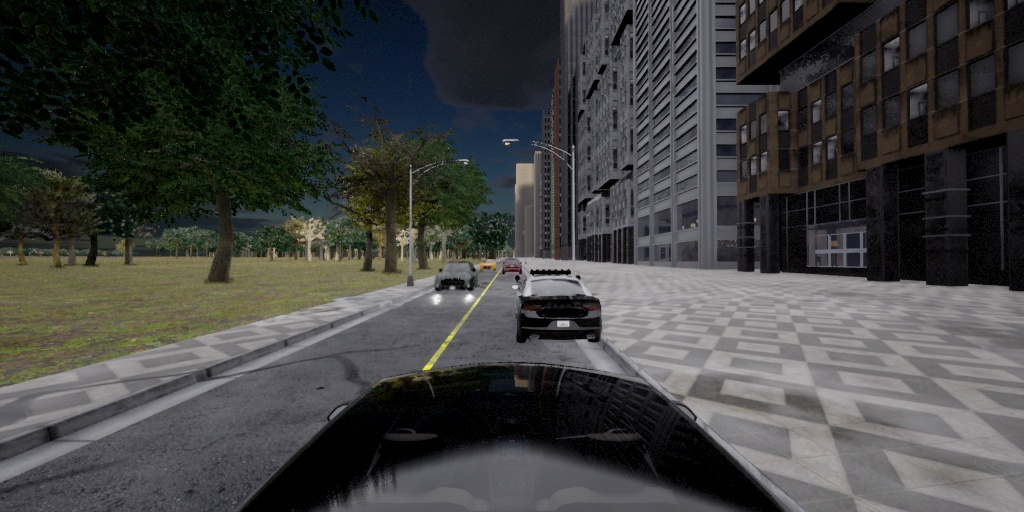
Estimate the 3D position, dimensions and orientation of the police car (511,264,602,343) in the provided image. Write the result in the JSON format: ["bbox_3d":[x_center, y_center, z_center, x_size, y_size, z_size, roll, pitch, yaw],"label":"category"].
[{"bbox_3d":[1.038,1.174,9.859,1.930,1.638,5.238,0,0,0],"label":"police car"}]

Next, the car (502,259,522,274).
[{"bbox_3d":[0.018,1.063,39.647,2.097,1.767,4.553,0,0,0],"label":"car"}]

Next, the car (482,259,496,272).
[{"bbox_3d":[-3.071,1.175,46.585,1.882,1.535,5.008,0,0,0],"label":"car"}]

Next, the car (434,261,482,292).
[{"bbox_3d":[-3.130,1.094,21.065,2.097,1.767,4.553,0,0,0],"label":"car"}]
